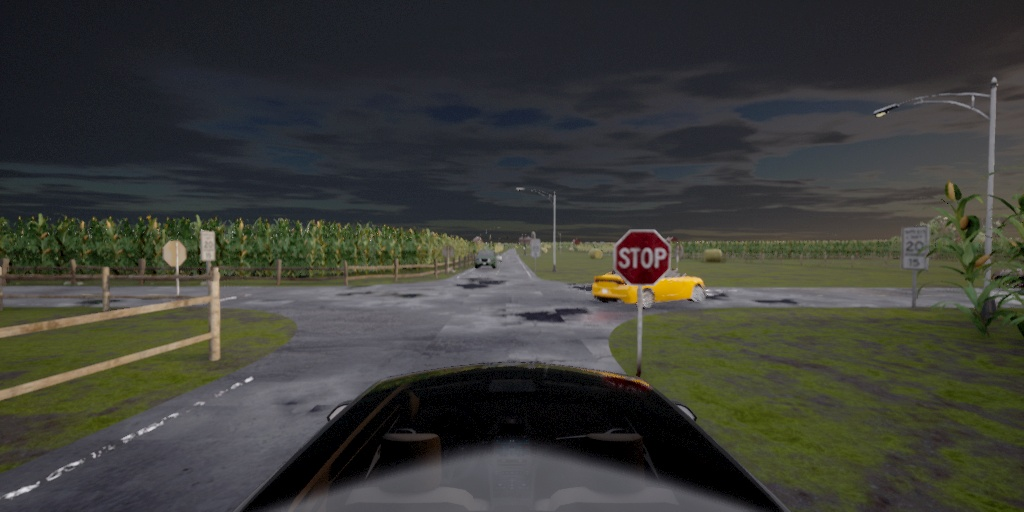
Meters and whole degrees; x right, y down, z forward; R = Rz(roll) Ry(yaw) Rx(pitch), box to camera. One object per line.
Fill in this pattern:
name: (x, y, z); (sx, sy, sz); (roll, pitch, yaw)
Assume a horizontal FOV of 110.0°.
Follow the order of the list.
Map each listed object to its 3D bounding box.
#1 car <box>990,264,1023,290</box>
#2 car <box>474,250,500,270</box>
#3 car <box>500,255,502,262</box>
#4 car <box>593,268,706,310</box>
car: (27.326, 0.910, 18.066); (4.553, 1.767, 2.097); (0, 1, -1)
car: (-2.777, 0.347, 38.948); (2.150, 2.045, 5.566); (0, 1, 0)
car: (-2.697, 0.341, 60.293); (1.895, 1.301, 4.718); (0, 1, 0)
car: (5.410, 1.072, 13.922); (5.008, 1.535, 1.882); (-1, 0, -31)
